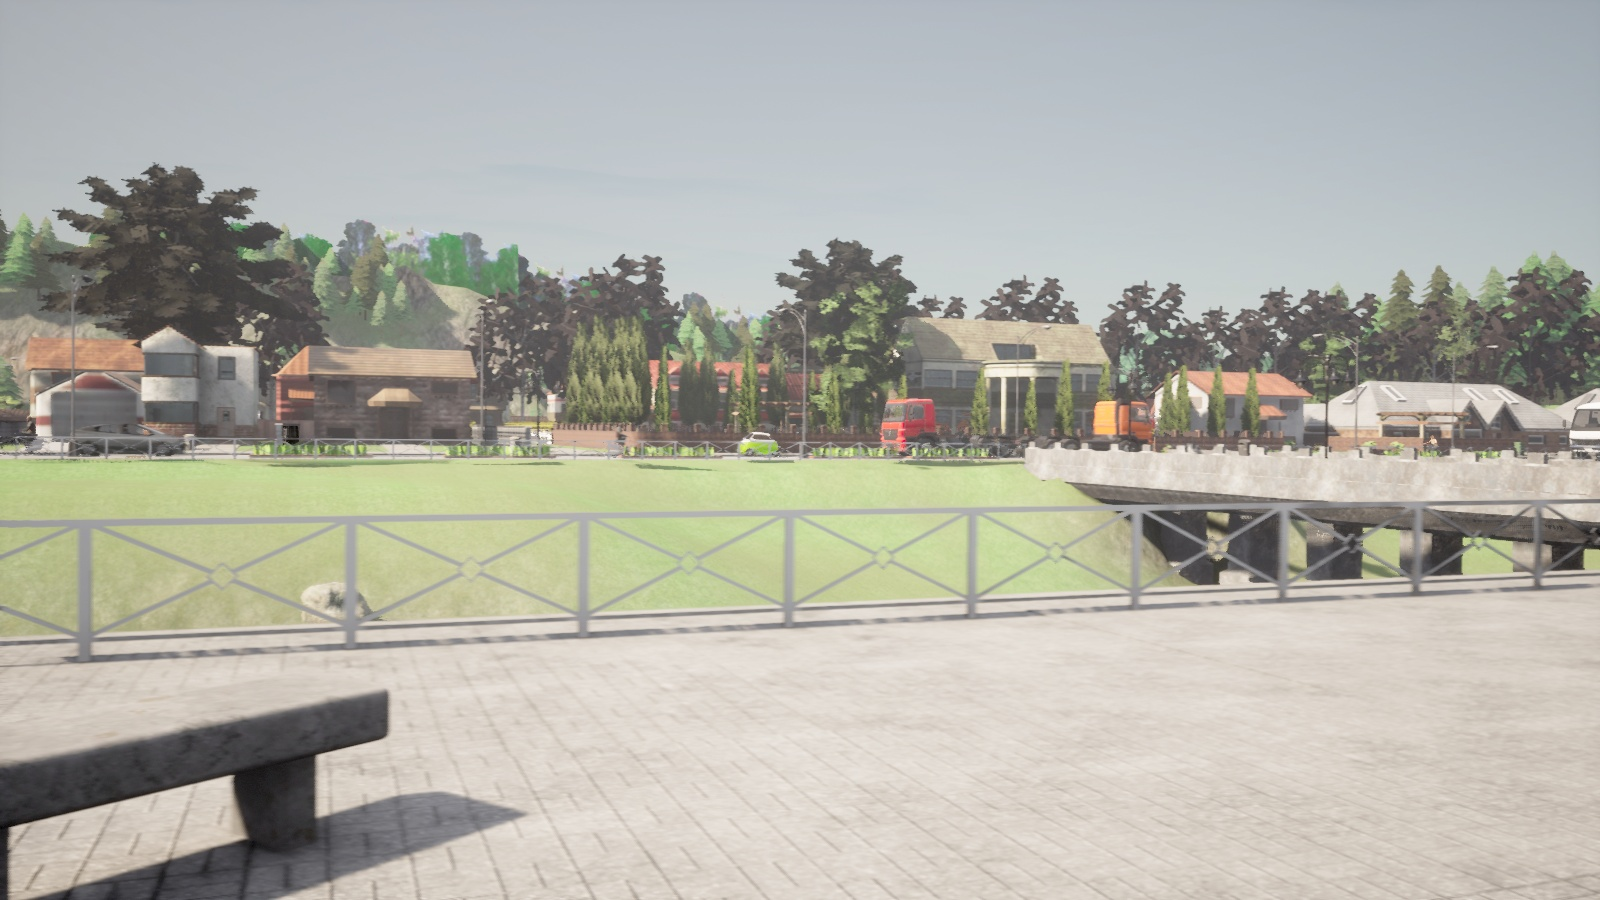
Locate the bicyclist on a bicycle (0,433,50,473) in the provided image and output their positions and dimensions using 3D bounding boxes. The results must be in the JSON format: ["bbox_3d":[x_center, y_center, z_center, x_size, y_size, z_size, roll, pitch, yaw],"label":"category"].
[{"bbox_3d":[-34.903,0.126,56.512,1.843,1.776,0.659,-1,1,-21],"label":"bicyclist on a bicycle"}]

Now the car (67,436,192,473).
[{"bbox_3d":[-29.000,0.172,54.474,4.514,1.525,2.007,-1,1,-21],"label":"car"}]

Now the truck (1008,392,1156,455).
[{"bbox_3d":[16.066,-1.522,71.561,7.936,3.462,2.891,-1,1,-21],"label":"truck"}]

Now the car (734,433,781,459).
[{"bbox_3d":[-2.357,-0.242,68.863,2.207,1.376,1.481,-1,1,-21],"label":"car"}]

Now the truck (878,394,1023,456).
[{"bbox_3d":[8.777,-1.468,73.074,7.936,3.462,2.891,-1,1,-21],"label":"truck"}]
